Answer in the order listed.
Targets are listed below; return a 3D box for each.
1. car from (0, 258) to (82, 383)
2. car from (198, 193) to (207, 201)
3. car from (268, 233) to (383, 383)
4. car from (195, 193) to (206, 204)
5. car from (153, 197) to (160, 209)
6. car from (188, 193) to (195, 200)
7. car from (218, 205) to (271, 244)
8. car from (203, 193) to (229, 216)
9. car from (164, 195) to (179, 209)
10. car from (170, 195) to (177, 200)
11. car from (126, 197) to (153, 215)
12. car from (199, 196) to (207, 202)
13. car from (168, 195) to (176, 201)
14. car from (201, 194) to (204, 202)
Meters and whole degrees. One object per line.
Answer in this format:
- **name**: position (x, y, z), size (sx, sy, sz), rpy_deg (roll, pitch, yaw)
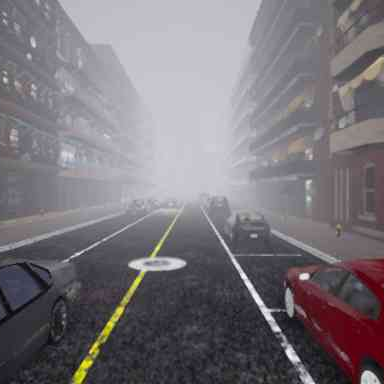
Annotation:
- **car**: position (-2.849, 1.547, 3.593), size (2.033, 1.411, 5.357), rpy_deg (0, 0, 0)
- **car**: position (2.583, 1.321, 83.677), size (2.192, 1.841, 5.009), rpy_deg (-1, 0, 0)
- **car**: position (2.525, 1.544, 4.377), size (1.887, 1.381, 4.507), rpy_deg (-1, 0, 0)
- **car**: position (2.293, 1.229, 65.372), size (2.150, 2.045, 5.566), rpy_deg (0, 0, 0)
- **car**: position (-5.310, 1.437, 44.238), size (1.967, 1.590, 4.097), rpy_deg (-1, 0, 0)
- **car**: position (0.031, 1.395, 83.891), size (2.033, 1.411, 5.357), rpy_deg (0, 0, 0)
- **car**: position (2.529, 1.548, 15.706), size (2.008, 1.369, 4.403), rpy_deg (-1, 0, 0)
- **car**: position (2.554, 1.311, 32.699), size (2.192, 1.841, 5.009), rpy_deg (-1, 0, 0)
- **car**: position (-2.813, 1.490, 46.229), size (2.128, 1.511, 4.902), rpy_deg (0, 0, 0)
- **car**: position (-5.290, 1.555, 95.099), size (1.887, 1.381, 4.507), rpy_deg (-1, 0, 0)
- **car**: position (-5.314, 1.436, 32.935), size (1.967, 1.590, 4.097), rpy_deg (-1, 0, 0)
- **car**: position (2.584, 1.586, 78.013), size (1.802, 1.307, 4.206), rpy_deg (-1, 0, 0)
- **car**: position (-5.292, 1.553, 89.448), size (1.887, 1.381, 4.507), rpy_deg (-1, 0, 0)
- **car**: position (2.575, 1.437, 44.027), size (1.967, 1.590, 4.097), rpy_deg (-1, 0, 0)
